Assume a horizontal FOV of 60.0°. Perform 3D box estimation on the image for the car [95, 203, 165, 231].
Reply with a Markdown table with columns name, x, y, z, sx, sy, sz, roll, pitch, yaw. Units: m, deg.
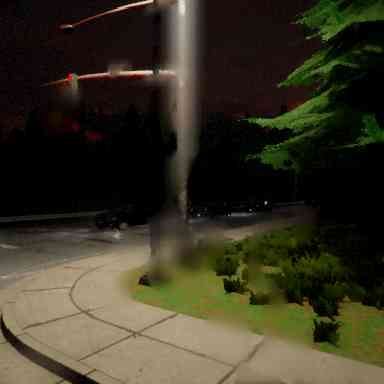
| name | x | y | z | sx | sy | sz | roll | pitch | yaw |
| --- | --- | --- | --- | --- | --- | --- | --- | --- | --- |
| car | -3.768 | 1.451 | 20.838 | 1.882 | 1.535 | 5.008 | 0 | 0 | 35 |

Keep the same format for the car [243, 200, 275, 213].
| name | x | y | z | sx | sy | sz | roll | pitch | yaw |
| --- | --- | --- | --- | --- | --- | --- | --- | --- | --- |
| car | 7.478 | 1.574 | 36.955 | 1.895 | 1.301 | 4.718 | 0 | 0 | 36 |

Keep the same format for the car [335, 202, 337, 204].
| name | x | y | z | sx | sy | sz | roll | pitch | yaw |
| --- | --- | --- | --- | --- | --- | --- | --- | --- | --- |
| car | 22.682 | 1.465 | 51.394 | 2.128 | 1.511 | 4.902 | 0 | 0 | 37 |

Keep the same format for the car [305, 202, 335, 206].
| name | x | y | z | sx | sy | sz | roll | pitch | yaw |
| --- | --- | --- | --- | --- | --- | --- | --- | --- | --- |
| car | 16.379 | 1.195 | 42.928 | 2.150 | 2.045 | 5.566 | 0 | 0 | 36 |

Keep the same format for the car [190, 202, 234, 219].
| name | x | y | z | sx | sy | sz | roll | pitch | yaw |
| --- | --- | --- | --- | --- | --- | --- | --- | --- | --- |
| car | 1.820 | 1.574 | 28.918 | 1.895 | 1.301 | 4.718 | 0 | 0 | 35 |
